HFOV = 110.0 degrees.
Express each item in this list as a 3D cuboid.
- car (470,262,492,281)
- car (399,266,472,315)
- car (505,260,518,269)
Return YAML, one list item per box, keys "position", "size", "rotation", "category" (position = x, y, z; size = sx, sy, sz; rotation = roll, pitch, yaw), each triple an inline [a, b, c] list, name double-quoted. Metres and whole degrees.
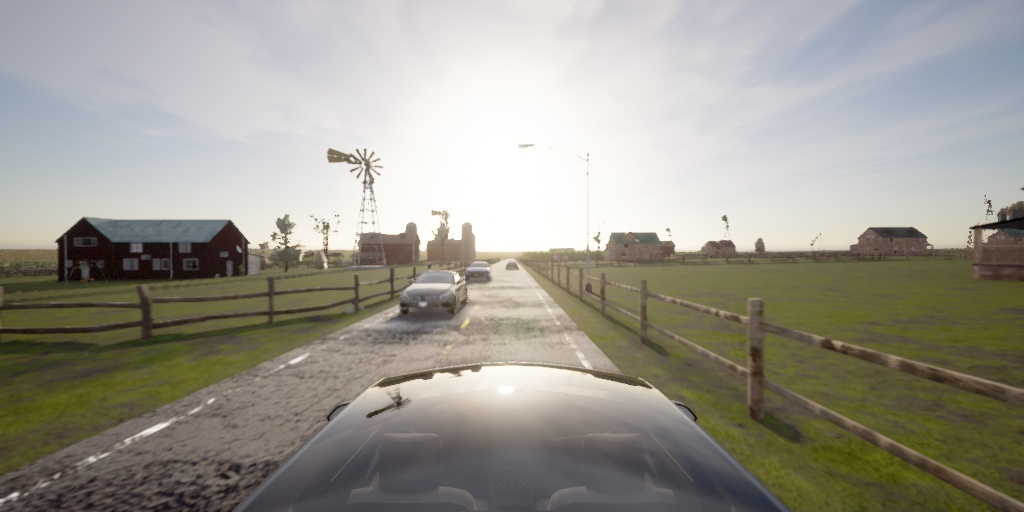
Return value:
- position: [-2.752, 1.236, 30.607]
  size: [1.882, 1.535, 5.008]
  rotation: [0, 0, 0]
  category: "car"
- position: [-2.807, 1.275, 13.711]
  size: [1.812, 1.442, 4.674]
  rotation: [0, 0, 1]
  category: "car"
- position: [0.009, 1.313, 56.759]
  size: [1.812, 1.442, 4.674]
  rotation: [0, 0, 0]
  category: "car"
